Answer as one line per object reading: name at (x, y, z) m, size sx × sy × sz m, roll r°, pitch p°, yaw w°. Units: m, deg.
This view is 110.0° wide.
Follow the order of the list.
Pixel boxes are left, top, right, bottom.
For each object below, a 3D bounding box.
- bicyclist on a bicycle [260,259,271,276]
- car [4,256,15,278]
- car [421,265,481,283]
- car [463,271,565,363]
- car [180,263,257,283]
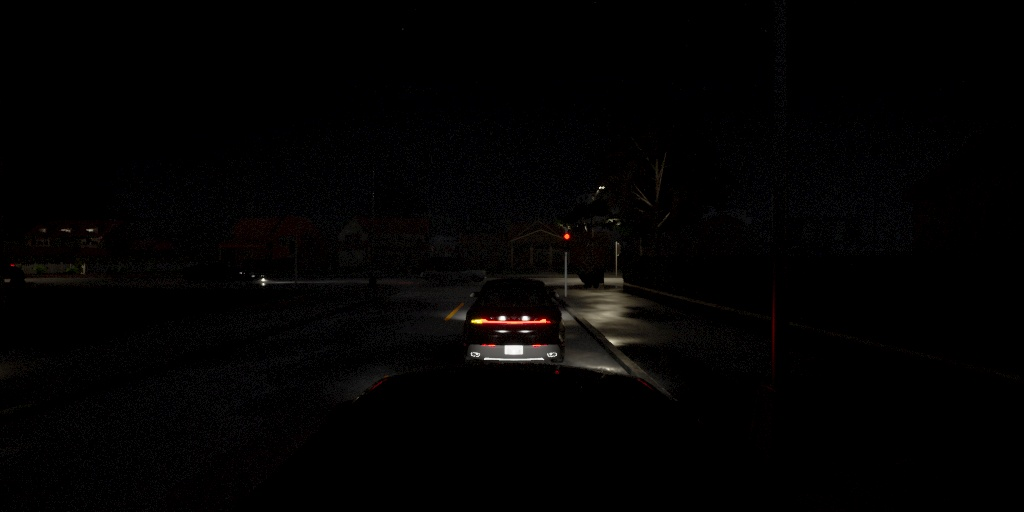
bicyclist on a bicycle at (-24.169, 1.099, 35.189) m, size 0.582 × 1.620 × 1.656 m, roll 0°, pitch 0°, yaw 0°
car at (-46.710, 0.972, 30.960) m, size 5.566 × 2.045 × 2.150 m, roll 0°, pitch 0°, yaw 0°
car at (-4.242, 1.351, 26.818) m, size 4.718 × 1.301 × 1.895 m, roll 0°, pitch 0°, yaw 0°
car at (0.052, 1.255, 8.153) m, size 1.837 × 1.490 × 4.892 m, roll 0°, pitch 0°, yaw 1°
car at (-21.811, 1.241, 26.794) m, size 4.902 × 1.511 × 2.128 m, roll 0°, pitch 0°, yaw 0°
